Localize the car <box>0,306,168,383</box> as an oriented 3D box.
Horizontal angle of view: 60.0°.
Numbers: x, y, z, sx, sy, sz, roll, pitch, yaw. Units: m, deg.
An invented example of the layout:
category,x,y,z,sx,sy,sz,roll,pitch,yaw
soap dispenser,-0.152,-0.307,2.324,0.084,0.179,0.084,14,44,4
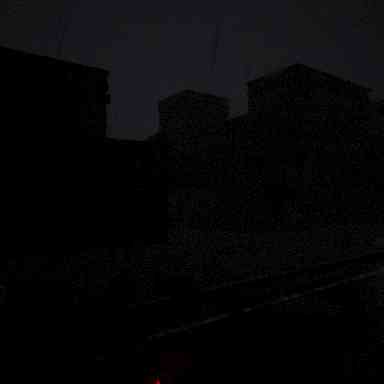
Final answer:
category,x,y,z,sx,sy,sz,roll,pitch,yaw
car,-2.669,1.551,1.781,5.357,1.411,2.033,0,0,-36
